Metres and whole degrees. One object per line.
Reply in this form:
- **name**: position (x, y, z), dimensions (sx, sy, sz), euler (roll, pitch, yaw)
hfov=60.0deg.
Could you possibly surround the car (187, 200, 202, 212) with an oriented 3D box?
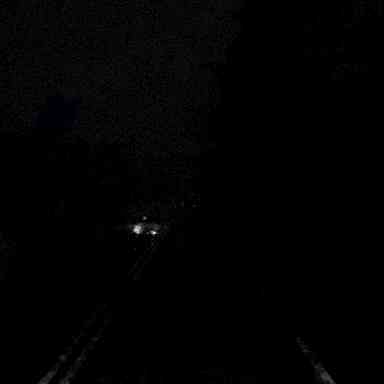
- **car**: position (0.266, 1.755, 42.290), dimensions (2.033, 1.411, 5.357), euler (0, 0, 1)

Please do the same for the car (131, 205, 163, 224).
- **car**: position (-3.315, 1.658, 25.341), dimensions (1.994, 1.385, 4.181), euler (0, 0, 0)
